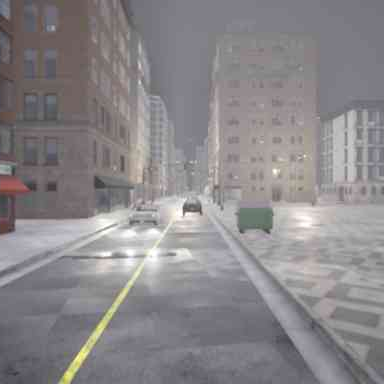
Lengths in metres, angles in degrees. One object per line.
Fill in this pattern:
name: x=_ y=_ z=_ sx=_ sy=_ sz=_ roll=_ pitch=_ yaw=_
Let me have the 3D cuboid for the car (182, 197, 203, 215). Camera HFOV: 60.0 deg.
car: x=0.054 y=1.390 z=32.533 sx=1.882 sy=1.535 sz=5.008 roll=0 pitch=0 yaw=0

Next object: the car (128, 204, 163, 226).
car: x=-3.100 y=1.539 z=22.893 sx=1.895 sy=1.301 sz=4.718 roll=0 pitch=0 yaw=0

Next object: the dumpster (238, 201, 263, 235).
dumpster: x=3.134 y=1.347 z=17.929 sx=1.020 sy=1.700 sz=1.940 roll=0 pitch=0 yaw=0
